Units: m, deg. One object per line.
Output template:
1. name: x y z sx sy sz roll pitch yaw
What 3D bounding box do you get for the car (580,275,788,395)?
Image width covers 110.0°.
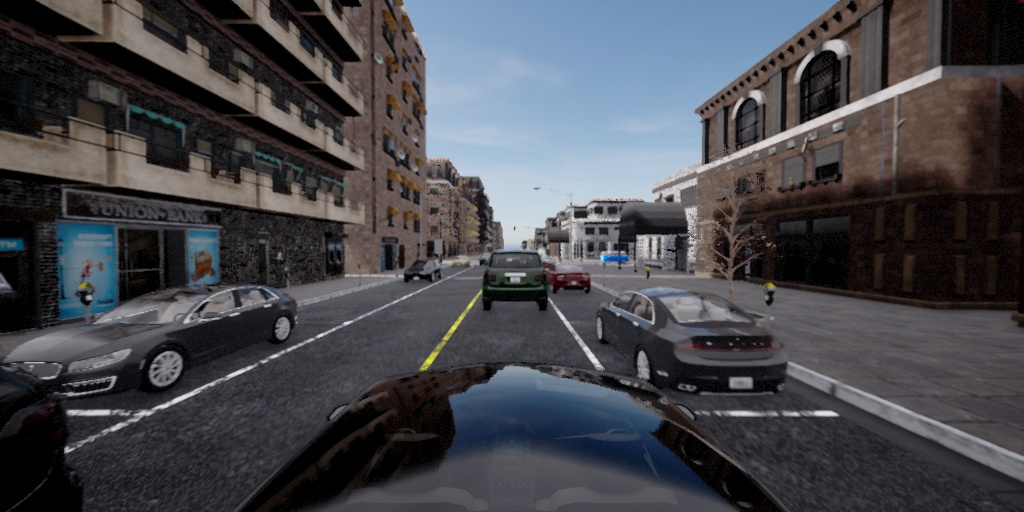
1. car: 2.691 1.212 6.399 2.007 1.370 4.403 0 0 0

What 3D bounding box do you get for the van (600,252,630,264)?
1. van: 14.662 0.250 51.340 3.998 1.789 1.690 0 0 0

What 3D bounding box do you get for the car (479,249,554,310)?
1. car: 0.103 0.751 13.479 2.150 2.045 5.566 0 1 0

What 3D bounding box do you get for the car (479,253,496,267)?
1. car: -2.995 0.451 44.801 1.882 1.535 5.008 0 1 0

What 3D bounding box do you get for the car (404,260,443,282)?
1. car: -5.688 0.909 23.491 1.948 1.339 4.313 0 0 0

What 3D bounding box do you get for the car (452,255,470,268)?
1. car: -5.686 0.560 40.408 1.751 1.417 4.829 0 0 0

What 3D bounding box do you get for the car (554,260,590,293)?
1. car: 2.692 0.993 17.789 1.888 1.381 4.507 0 0 0

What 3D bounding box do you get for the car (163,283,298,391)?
1. car: -5.690 1.211 6.404 2.007 1.370 4.403 0 0 0
